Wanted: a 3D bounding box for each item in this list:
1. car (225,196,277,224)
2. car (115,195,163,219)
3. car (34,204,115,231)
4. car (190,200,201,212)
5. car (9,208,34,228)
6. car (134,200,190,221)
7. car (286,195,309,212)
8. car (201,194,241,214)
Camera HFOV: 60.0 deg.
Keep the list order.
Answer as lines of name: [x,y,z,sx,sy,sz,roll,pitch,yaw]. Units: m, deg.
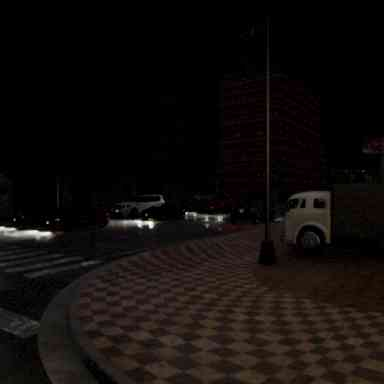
car: [4.790,1.402,25.522,2.097,1.767,4.553,0,0,36]
car: [-4.766,1.267,30.551,2.150,2.045,5.566,0,0,36]
car: [-7.295,1.611,20.994,1.994,1.385,4.181,0,0,34]
car: [1.071,1.610,38.621,1.994,1.385,4.181,0,0,37]
car: [-10.210,1.610,22.949,1.994,1.385,4.181,0,0,36]
car: [-2.407,1.611,27.817,1.994,1.385,4.181,0,0,36]
car: [14.911,1.574,46.887,1.812,1.442,4.674,0,0,26]
car: [3.713,1.269,36.322,2.150,2.045,5.566,0,0,36]
